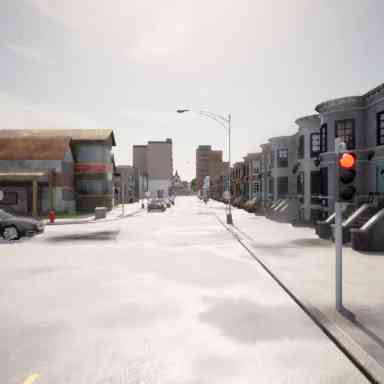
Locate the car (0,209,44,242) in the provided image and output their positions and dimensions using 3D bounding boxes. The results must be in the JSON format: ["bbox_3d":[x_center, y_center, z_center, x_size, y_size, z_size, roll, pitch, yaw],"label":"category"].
[{"bbox_3d":[-9.633,1.505,15.819,4.892,1.490,1.837,0,0,-1],"label":"car"}]

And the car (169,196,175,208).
[{"bbox_3d":[-4.079,1.547,48.987,2.033,1.411,5.357,0,0,0],"label":"car"}]

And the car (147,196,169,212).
[{"bbox_3d":[-4.090,1.505,39.237,1.837,1.490,4.892,0,0,0],"label":"car"}]

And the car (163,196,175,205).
[{"bbox_3d":[-4.041,1.525,58.792,1.812,1.442,4.674,0,0,1],"label":"car"}]
